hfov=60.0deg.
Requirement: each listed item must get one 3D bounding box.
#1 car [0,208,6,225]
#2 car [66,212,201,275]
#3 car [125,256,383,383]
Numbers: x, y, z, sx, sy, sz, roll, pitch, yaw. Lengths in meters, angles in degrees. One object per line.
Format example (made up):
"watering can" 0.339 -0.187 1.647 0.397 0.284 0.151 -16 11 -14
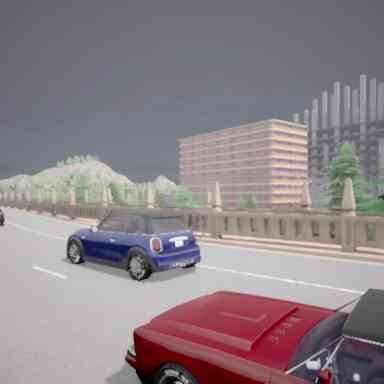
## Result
"car" -15.067 1.647 24.403 2.128 1.511 4.902 0 0 -39
"car" -1.964 1.414 10.336 4.553 1.767 2.097 0 0 40
"car" 1.627 1.617 2.923 4.718 1.301 1.895 0 0 36
